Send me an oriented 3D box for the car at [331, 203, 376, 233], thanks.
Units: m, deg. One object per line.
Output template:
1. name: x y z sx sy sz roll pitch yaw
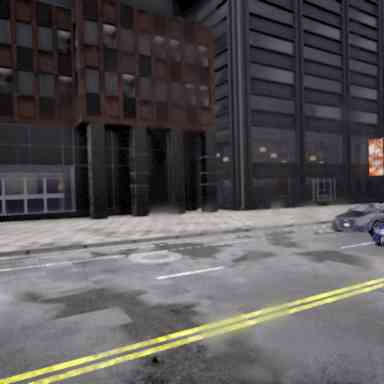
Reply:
1. car: 8.691 1.255 16.031 4.181 1.385 1.994 -1 1 -31

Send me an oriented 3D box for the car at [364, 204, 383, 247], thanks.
1. car: 8.674 1.257 12.242 4.674 1.442 1.812 -1 1 -31
